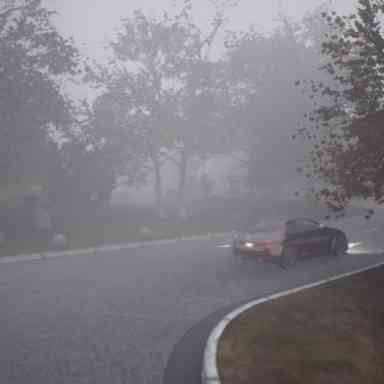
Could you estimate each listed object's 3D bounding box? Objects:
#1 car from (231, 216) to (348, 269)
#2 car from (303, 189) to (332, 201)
[{"bbox_3d":[3.257,1.484,10.890,4.181,1.385,1.994,-1,0,-37],"label":"car"},{"bbox_3d":[17.274,0.318,44.806,2.097,1.767,4.553,0,2,-34],"label":"car"}]
